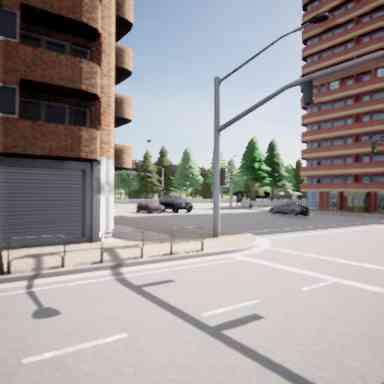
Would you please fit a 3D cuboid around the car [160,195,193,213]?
[{"bbox_3d":[-2.094,1.416,40.408,2.150,2.045,5.566,1,-1,-35],"label":"car"}]

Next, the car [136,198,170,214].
[{"bbox_3d":[-4.795,1.702,38.154,1.812,1.442,4.674,1,-1,-35],"label":"car"}]

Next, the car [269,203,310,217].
[{"bbox_3d":[10.217,1.817,35.106,1.994,1.385,4.181,1,-1,-35],"label":"car"}]
